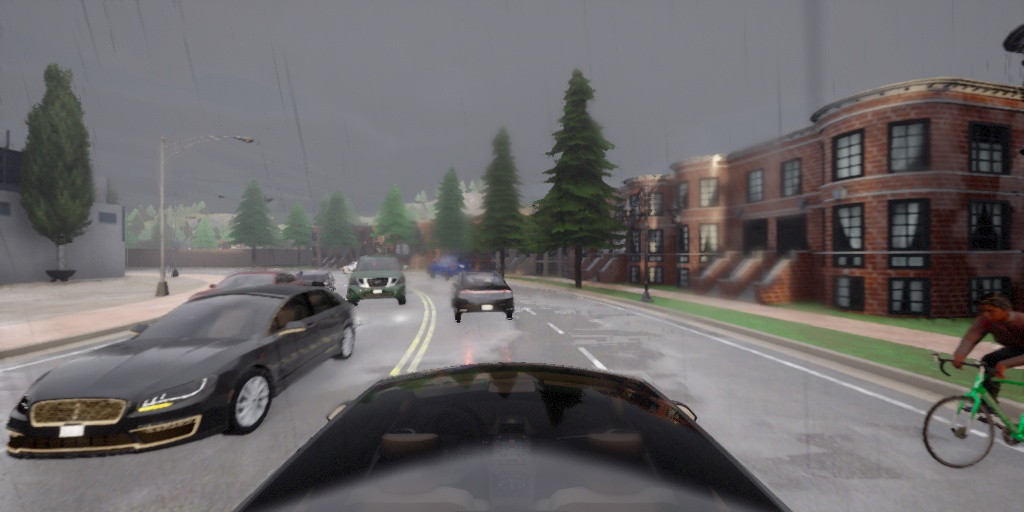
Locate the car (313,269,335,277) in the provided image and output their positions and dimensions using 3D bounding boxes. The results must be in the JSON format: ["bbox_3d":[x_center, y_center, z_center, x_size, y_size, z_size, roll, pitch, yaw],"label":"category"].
[{"bbox_3d":[-10.324,1.362,18.642,1.895,1.301,4.718,0,0,-24],"label":"car"}]

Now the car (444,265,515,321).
[{"bbox_3d":[-1.177,1.242,12.512,2.128,1.511,4.902,0,0,-11],"label":"car"}]

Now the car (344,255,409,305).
[{"bbox_3d":[-5.936,0.978,16.059,2.150,2.045,5.566,0,0,-19],"label":"car"}]

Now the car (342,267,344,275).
[{"bbox_3d":[-16.453,1.293,38.251,4.674,1.442,1.812,0,0,42],"label":"car"}]

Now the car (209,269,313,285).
[{"bbox_3d":[-8.414,1.238,11.838,1.882,1.535,5.008,0,0,-15],"label":"car"}]

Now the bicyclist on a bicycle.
[{"bbox_3d":[4.630,1.174,3.338,1.656,1.620,0.582,0,0,-1],"label":"bicyclist on a bicycle"}]

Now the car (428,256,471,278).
[{"bbox_3d":[-5.425,0.976,31.045,2.150,2.045,5.566,0,0,-34],"label":"car"}]

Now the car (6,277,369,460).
[{"bbox_3d":[-3.965,1.261,5.495,1.837,1.490,4.892,0,0,-5],"label":"car"}]
